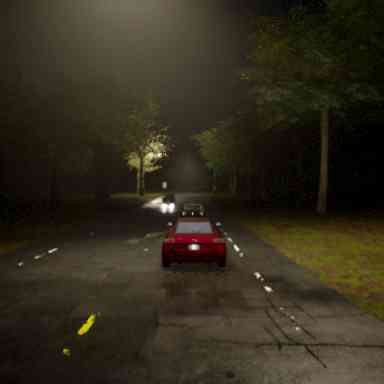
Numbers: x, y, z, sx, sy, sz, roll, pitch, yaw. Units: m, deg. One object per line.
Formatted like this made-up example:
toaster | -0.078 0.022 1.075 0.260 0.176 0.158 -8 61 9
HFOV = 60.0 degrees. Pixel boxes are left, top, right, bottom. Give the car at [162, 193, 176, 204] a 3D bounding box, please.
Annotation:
car | -3.565 0.955 51.467 2.128 1.511 4.902 0 1 0

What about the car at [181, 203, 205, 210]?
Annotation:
car | 0.063 1.515 25.232 1.895 1.301 4.718 0 0 0

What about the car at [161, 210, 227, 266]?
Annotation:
car | 0.072 1.528 11.426 1.994 1.385 4.181 0 0 0
